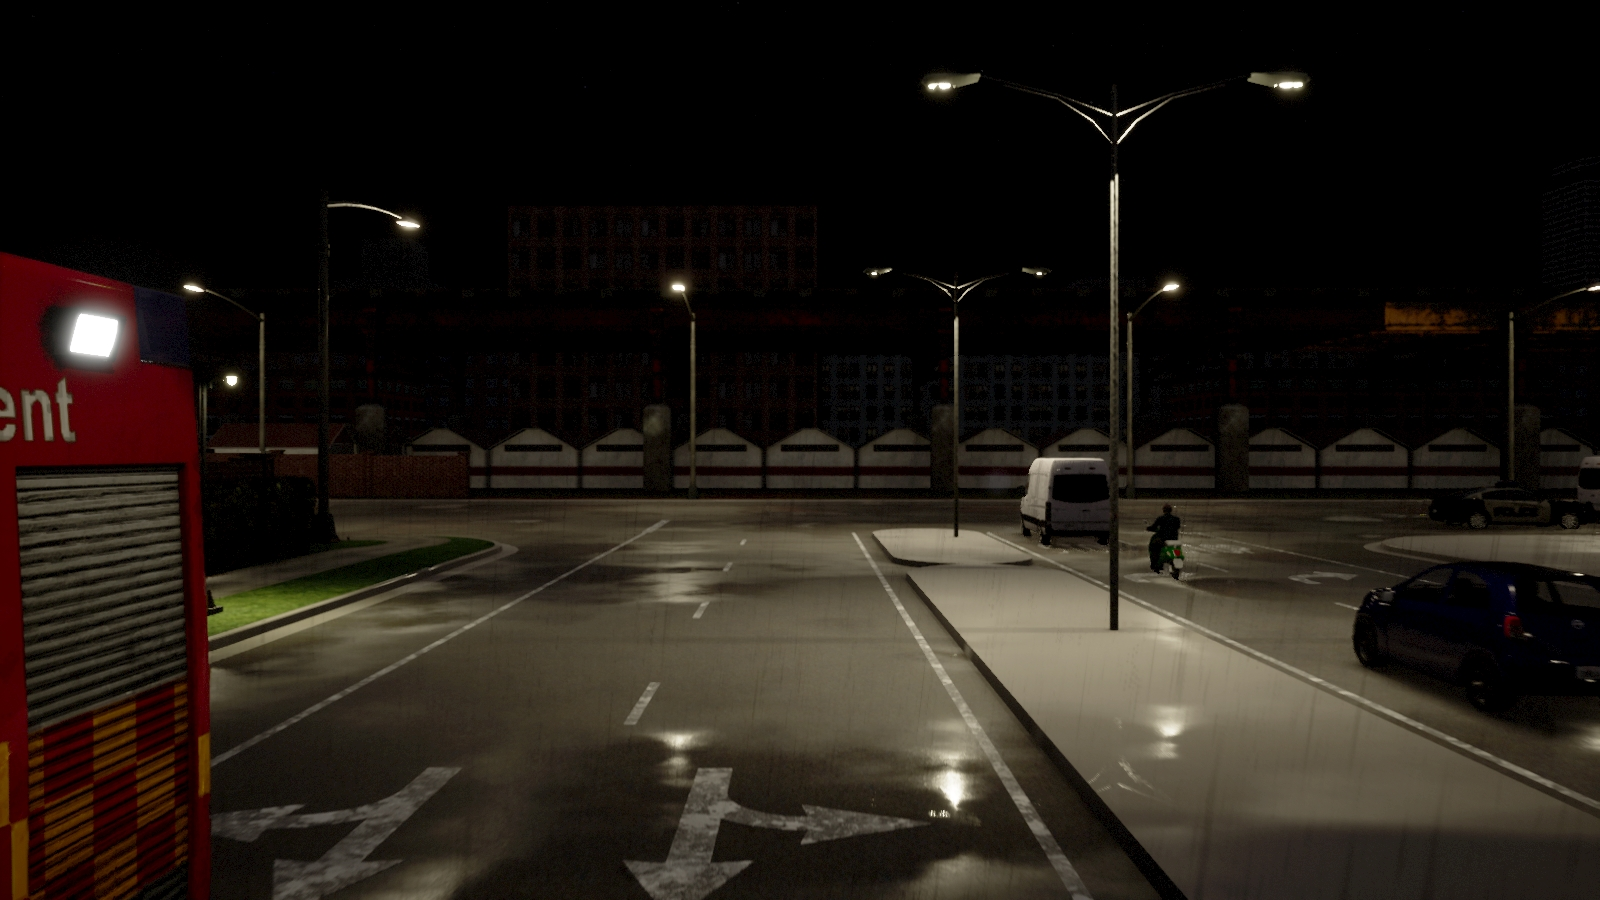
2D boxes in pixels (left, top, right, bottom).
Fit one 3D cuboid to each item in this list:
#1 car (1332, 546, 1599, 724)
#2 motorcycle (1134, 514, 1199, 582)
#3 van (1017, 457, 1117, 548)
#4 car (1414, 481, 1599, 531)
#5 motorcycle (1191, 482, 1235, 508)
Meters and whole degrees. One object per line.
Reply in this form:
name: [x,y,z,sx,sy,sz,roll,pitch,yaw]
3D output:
car: [8.016,2.035,13.420,1.845,1.501,3.633,0,0,0]
motorcycle: [8.016,2.124,25.071,0.856,1.341,1.805,0,0,0]
van: [8.189,1.527,35.595,1.988,2.561,5.915,0,0,3]
car: [24.980,1.974,40.531,5.238,1.638,2.097,0,0,4]
motorcycle: [20.099,2.171,55.624,1.805,1.236,0.856,0,0,0]
